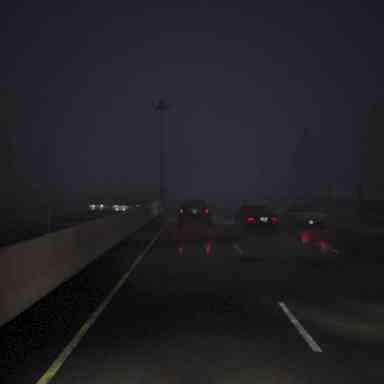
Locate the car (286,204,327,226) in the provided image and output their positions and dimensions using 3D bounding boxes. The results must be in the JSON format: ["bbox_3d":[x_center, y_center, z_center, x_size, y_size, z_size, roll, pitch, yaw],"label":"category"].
[{"bbox_3d":[7.153,1.482,22.114,1.895,1.301,4.718,0,0,0],"label":"car"}]

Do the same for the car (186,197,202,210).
[{"bbox_3d":[0.156,1.310,40.275,1.812,1.442,4.674,0,0,-1],"label":"car"}]

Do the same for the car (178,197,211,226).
[{"bbox_3d":[0.154,1.231,22.498,2.097,1.767,4.553,0,0,0],"label":"car"}]

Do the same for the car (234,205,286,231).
[{"bbox_3d":[3.647,1.442,19.612,2.033,1.411,5.357,0,0,0],"label":"car"}]
